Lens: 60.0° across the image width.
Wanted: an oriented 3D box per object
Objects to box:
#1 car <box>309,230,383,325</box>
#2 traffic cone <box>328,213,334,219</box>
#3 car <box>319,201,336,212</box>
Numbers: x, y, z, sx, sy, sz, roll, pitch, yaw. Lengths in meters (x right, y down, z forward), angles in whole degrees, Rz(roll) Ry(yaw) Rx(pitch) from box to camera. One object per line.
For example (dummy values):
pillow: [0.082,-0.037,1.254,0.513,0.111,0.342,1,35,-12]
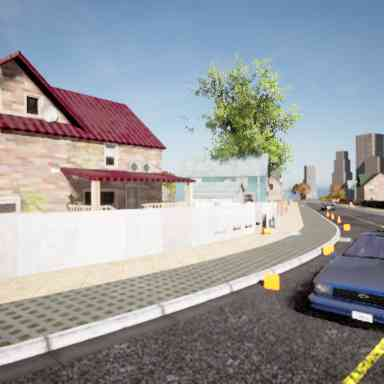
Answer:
car: [4.383,1.567,7.206,2.033,1.411,5.357,0,0,41]
traffic cone: [13.744,2.333,32.515,0.340,0.580,0.340,0,-1,17]
car: [20.733,2.199,51.087,2.128,1.511,4.902,0,-1,15]
